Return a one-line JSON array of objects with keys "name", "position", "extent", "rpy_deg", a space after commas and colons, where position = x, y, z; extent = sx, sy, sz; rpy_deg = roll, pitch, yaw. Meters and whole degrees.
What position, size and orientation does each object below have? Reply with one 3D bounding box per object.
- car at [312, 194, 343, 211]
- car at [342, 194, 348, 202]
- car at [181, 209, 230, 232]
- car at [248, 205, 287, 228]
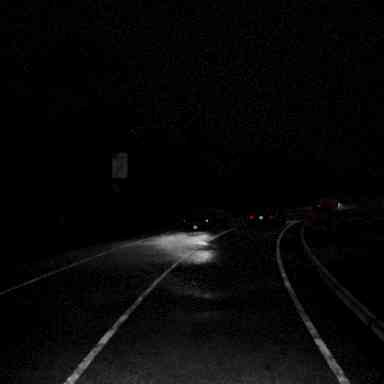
[{"name": "car", "position": [16.004, 1.391, 39.795], "extent": [1.882, 1.535, 5.008], "rpy_deg": [-4, -1, 38]}, {"name": "car", "position": [23.960, 1.028, 54.505], "extent": [2.128, 1.511, 4.902], "rpy_deg": [-4, -1, 41]}, {"name": "car", "position": [0.965, 1.767, 21.437], "extent": [1.895, 1.301, 4.718], "rpy_deg": [-2, -1, 21]}, {"name": "car", "position": [5.212, 1.619, 22.669], "extent": [2.033, 1.411, 5.357], "rpy_deg": [-2, -1, 23]}]
